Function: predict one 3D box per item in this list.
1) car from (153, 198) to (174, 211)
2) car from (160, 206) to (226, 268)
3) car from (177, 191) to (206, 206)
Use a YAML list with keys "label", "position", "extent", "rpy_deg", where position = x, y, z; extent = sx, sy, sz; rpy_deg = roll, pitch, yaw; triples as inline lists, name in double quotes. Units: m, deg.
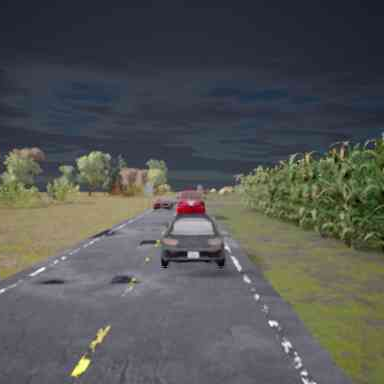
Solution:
- label: "car"
  position: [-2.943, 1.258, 34.726]
  extent: [1.895, 1.301, 4.718]
  rpy_deg: [0, 0, 0]
- label: "car"
  position: [0.014, 1.415, 10.789]
  extent: [1.812, 1.442, 4.674]
  rpy_deg: [0, 1, -1]
- label: "car"
  position: [-0.043, 0.956, 26.858]
  extent: [2.150, 2.045, 5.566]
  rpy_deg: [0, 1, 0]
